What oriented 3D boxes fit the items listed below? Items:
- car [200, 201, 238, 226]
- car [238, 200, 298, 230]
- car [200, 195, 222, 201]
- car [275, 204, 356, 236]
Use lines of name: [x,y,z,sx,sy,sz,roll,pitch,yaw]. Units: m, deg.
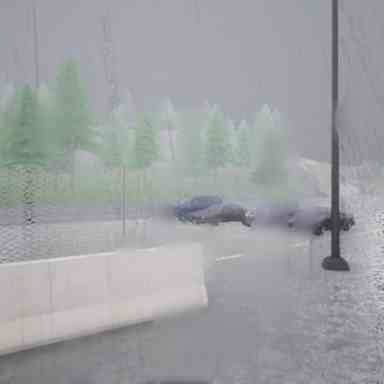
car: [2.208,1.557,23.558,5.357,1.411,2.033,0,0,-40]
car: [5.474,1.366,21.717,4.553,1.767,2.097,0,0,-41]
car: [0.175,1.240,26.414,5.566,2.045,2.150,0,0,-40]
car: [7.227,1.547,18.623,5.357,1.411,2.033,0,0,-40]
